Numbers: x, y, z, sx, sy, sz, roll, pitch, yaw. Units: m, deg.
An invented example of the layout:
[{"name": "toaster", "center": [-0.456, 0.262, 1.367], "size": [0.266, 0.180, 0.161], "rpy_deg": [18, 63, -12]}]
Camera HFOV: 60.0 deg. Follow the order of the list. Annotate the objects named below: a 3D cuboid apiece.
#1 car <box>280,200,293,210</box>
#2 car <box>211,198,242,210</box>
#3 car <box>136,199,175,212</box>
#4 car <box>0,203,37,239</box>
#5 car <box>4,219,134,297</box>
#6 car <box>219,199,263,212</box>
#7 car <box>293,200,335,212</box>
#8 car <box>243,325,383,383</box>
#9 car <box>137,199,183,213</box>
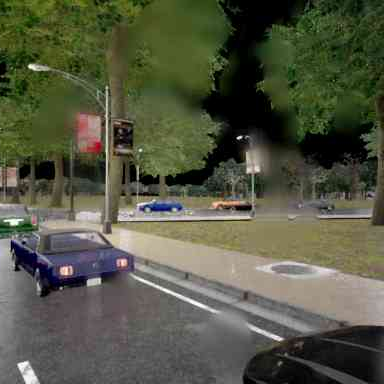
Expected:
[{"name": "car", "center": [14.426, 1.813, 46.302], "size": [4.181, 1.385, 1.994], "rpy_deg": [0, 0, -14]}, {"name": "car", "center": [4.761, 1.540, 43.873], "size": [4.553, 1.767, 2.097], "rpy_deg": [0, 0, -14]}, {"name": "car", "center": [-4.558, 1.660, 41.516], "size": [4.674, 1.442, 1.812], "rpy_deg": [0, 0, -16]}, {"name": "car", "center": [-8.875, 1.353, 15.887], "size": [2.097, 1.767, 4.553], "rpy_deg": [0, 0, -37]}, {"name": "car", "center": [-3.409, 1.601, 8.750], "size": [1.895, 1.301, 4.718], "rpy_deg": [0, 0, -38]}, {"name": "car", "center": [6.172, 1.793, 40.878], "size": [4.718, 1.301, 1.895], "rpy_deg": [0, 0, -14]}, {"name": "car", "center": [16.226, 1.747, 43.403], "size": [4.902, 1.511, 2.128], "rpy_deg": [0, 0, -14]}, {"name": "car", "center": [2.336, 1.478, 1.256], "size": [1.882, 1.535, 5.008], "rpy_deg": [0, 0, -37]}, {"name": "car", "center": [-3.590, 1.613, 38.416], "size": [5.008, 1.535, 1.882], "rpy_deg": [0, 0, -13]}]
